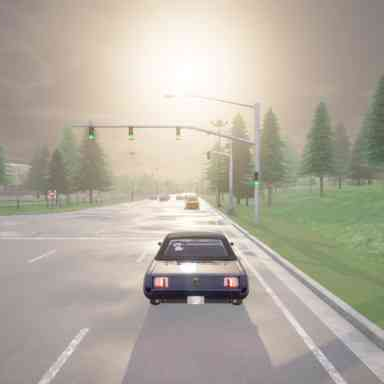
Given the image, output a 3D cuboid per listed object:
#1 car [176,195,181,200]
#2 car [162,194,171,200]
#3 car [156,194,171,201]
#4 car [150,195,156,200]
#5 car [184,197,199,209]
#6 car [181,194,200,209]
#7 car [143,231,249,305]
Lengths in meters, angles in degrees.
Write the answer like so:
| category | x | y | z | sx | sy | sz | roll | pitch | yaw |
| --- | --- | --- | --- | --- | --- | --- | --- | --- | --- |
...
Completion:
| category | x | y | z | sx | sy | sz | roll | pitch | yaw |
| --- | --- | --- | --- | --- | --- | --- | --- | --- | --- |
| car | -3.370 | 1.553 | 91.149 | 1.994 | 1.385 | 4.181 | 0 | 0 | 0 |
| car | -6.871 | 1.372 | 90.741 | 2.033 | 1.411 | 5.357 | 0 | 0 | 0 |
| car | -6.886 | 1.531 | 80.321 | 2.033 | 1.411 | 5.357 | 0 | 0 | 0 |
| car | -10.370 | 1.540 | 91.159 | 2.033 | 1.411 | 5.357 | 0 | 0 | 0 |
| car | -0.029 | 1.577 | 49.692 | 2.033 | 1.411 | 5.357 | 0 | 1 | 2 |
| car | -0.086 | 1.097 | 46.151 | 1.882 | 1.535 | 5.008 | -3 | 16 | -4 |
| car | 0.090 | 1.601 | 8.024 | 1.895 | 1.301 | 4.718 | 0 | 0 | 0 |
